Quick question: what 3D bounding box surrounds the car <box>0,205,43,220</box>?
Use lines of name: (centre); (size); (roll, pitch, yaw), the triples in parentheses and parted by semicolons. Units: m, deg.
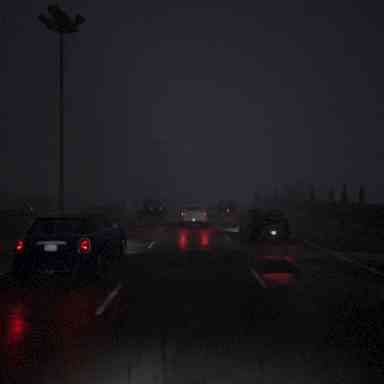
car: (-10.594, 1.642, 19.020); (1.895, 1.301, 4.718); (0, 0, 0)

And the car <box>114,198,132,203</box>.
car: (-12.626, 1.731, 61.079); (1.895, 1.301, 4.718); (0, 0, 9)

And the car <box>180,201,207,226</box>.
car: (0.105, 1.577, 23.663); (1.812, 1.442, 4.674); (0, 0, 0)

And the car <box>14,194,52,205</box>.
car: (-17.574, 1.300, 37.127); (2.150, 2.045, 5.566); (0, 0, 0)

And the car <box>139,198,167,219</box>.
car: (-3.393, 1.416, 29.817); (2.097, 1.767, 4.553); (0, 0, 0)

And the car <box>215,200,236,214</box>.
car: (3.608, 1.582, 35.815); (1.837, 1.490, 4.892); (0, 0, 0)

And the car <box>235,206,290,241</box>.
car: (3.603, 1.542, 17.071); (1.837, 1.490, 4.892); (0, 0, 0)

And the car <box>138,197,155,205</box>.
car: (-8.672, 1.736, 63.330); (1.994, 1.385, 4.181); (0, 0, 11)

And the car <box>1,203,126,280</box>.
car: (-3.398, 1.374, 10.136); (2.097, 1.767, 4.553); (0, 0, 0)
